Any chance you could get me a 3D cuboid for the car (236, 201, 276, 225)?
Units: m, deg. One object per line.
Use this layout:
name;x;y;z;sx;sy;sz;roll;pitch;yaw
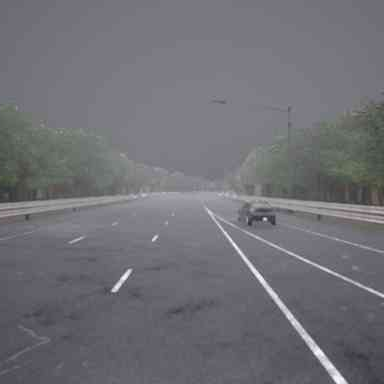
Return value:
car;4.352;1.424;23.001;1.837;1.490;4.892;0;0;-4
